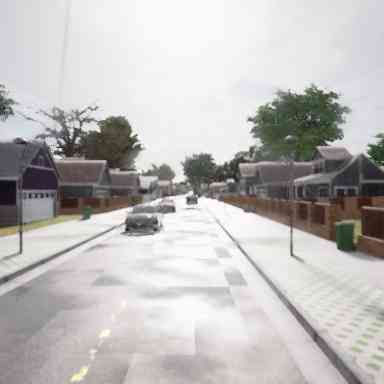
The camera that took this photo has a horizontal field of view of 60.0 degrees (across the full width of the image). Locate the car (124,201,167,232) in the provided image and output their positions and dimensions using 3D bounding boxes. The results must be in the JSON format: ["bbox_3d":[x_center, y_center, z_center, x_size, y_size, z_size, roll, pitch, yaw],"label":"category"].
[{"bbox_3d":[-2.780,1.481,19.998,1.837,1.490,4.892,0,0,0],"label":"car"}]

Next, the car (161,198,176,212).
[{"bbox_3d":[-2.758,1.460,37.440,1.812,1.442,4.674,0,0,0],"label":"car"}]

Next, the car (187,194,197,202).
[{"bbox_3d":[-0.014,1.254,68.485,2.128,1.511,4.902,0,0,0],"label":"car"}]

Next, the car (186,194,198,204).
[{"bbox_3d":[-0.010,1.198,58.390,2.097,1.767,4.553,0,0,0],"label":"car"}]
